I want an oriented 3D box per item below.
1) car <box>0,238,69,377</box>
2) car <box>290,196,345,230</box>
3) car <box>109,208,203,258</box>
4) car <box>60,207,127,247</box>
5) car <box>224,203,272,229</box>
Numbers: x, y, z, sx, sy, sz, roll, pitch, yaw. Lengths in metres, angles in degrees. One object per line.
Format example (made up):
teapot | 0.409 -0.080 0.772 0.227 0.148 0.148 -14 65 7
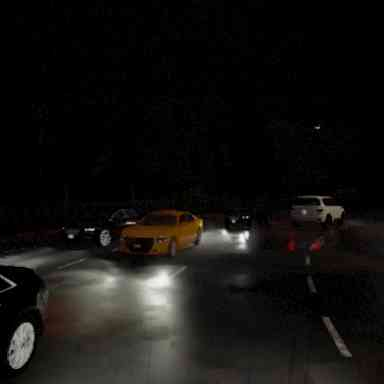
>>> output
car | -3.134 1.486 2.824 1.837 1.490 4.892 0 0 6
car | 8.479 1.280 22.203 2.150 2.045 5.566 0 0 39
car | -1.002 1.473 13.052 1.882 1.535 5.008 0 0 17
car | -3.822 1.470 15.191 2.128 1.511 4.902 0 0 21
car | 3.815 1.520 22.215 2.128 1.511 4.902 0 0 32
